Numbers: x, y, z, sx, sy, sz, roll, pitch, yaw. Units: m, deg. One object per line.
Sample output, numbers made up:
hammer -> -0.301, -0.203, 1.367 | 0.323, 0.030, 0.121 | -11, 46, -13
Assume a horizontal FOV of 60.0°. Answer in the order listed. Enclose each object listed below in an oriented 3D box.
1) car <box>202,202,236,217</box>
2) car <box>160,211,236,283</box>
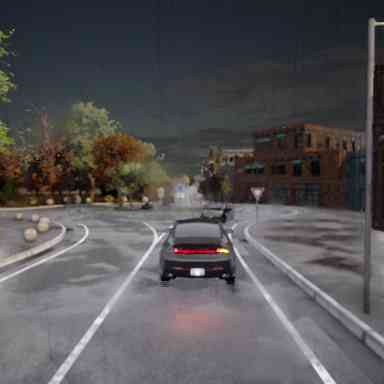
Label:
car -> 2.092, 1.513, 25.624 | 2.128, 1.511, 4.902 | 0, 1, 17
car -> 0.183, 1.509, 9.683 | 1.837, 1.490, 4.892 | 0, 0, 2
